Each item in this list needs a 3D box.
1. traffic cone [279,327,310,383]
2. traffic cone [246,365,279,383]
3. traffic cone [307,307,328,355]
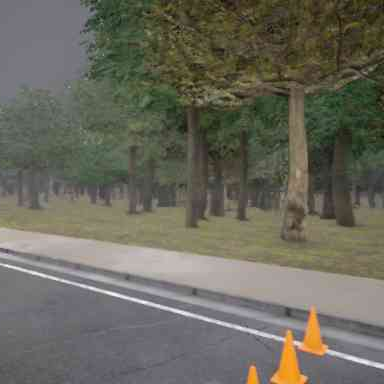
[{"bbox_3d":[1.157,1.952,3.979,0.340,0.580,0.340,0,0,36],"label":"traffic cone"},{"bbox_3d":[0.575,1.952,3.166,0.340,0.580,0.340,0,0,36],"label":"traffic cone"},{"bbox_3d":[1.738,1.953,4.792,0.340,0.580,0.340,0,0,36],"label":"traffic cone"}]
